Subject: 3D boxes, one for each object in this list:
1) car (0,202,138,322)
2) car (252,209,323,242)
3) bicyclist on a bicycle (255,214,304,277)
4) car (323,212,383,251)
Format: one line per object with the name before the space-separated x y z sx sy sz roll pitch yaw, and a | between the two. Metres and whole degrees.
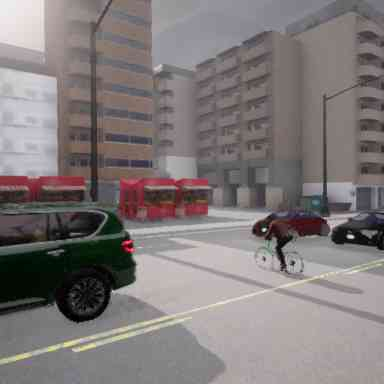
car | -3.661 1.217 5.647 5.566 2.045 2.150 0 0 -37
car | 4.908 1.569 16.405 4.181 1.385 1.994 0 0 -37
bicyclist on a bicycle | 2.349 1.446 9.157 0.582 1.620 1.656 0 -2 -37
car | 7.812 1.570 14.202 4.181 1.385 1.994 0 0 -36
